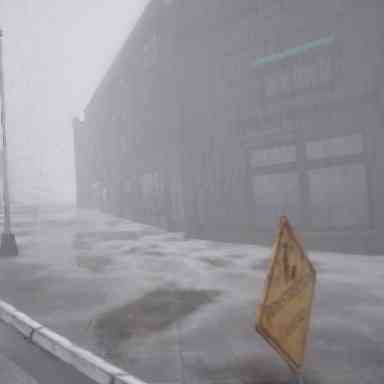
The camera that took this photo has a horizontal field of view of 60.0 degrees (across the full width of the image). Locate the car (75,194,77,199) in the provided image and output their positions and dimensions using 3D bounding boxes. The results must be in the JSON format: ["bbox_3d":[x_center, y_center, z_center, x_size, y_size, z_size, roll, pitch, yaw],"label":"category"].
[{"bbox_3d":[-22.467,0.622,71.037,2.150,2.045,5.566,-5,0,20],"label":"car"}]

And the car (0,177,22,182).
[{"bbox_3d":[-45.028,-2.809,80.702,2.231,1.521,4.892,-6,-3,35],"label":"car"}]

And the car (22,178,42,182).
[{"bbox_3d":[-41.907,-2.771,85.290,2.002,1.452,4.674,-6,-3,34],"label":"car"}]
